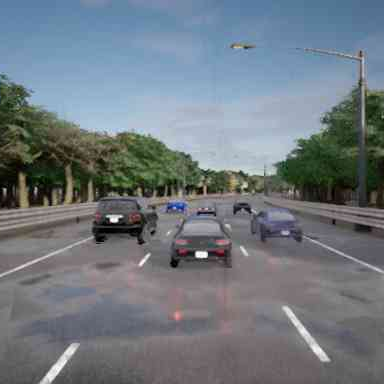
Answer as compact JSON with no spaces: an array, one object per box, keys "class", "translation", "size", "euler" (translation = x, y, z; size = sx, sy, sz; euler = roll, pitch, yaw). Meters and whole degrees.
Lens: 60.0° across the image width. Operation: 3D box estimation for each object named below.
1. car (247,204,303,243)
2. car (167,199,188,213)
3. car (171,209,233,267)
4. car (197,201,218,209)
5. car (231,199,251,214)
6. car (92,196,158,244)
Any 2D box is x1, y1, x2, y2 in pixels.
[{"class":"car","translation":[4.006,1.533,16.181],"size":[1.812,1.442,4.674],"euler":[0,0,2]},{"class":"car","translation":[-1.581,1.483,36.936],"size":[1.882,1.535,5.008],"euler":[0,0,5]},{"class":"car","translation":[0.336,1.528,11.298],"size":[1.812,1.442,4.674],"euler":[0,0,2]},{"class":"car","translation":[1.470,1.555,31.843],"size":[2.033,1.411,5.357],"euler":[0,0,5]},{"class":"car","translation":[5.356,1.517,35.952],"size":[1.837,1.490,4.892],"euler":[0,0,5]},{"class":"car","translation":[-3.015,1.222,16.014],"size":[2.150,2.045,5.566],"euler":[0,0,2]}]
